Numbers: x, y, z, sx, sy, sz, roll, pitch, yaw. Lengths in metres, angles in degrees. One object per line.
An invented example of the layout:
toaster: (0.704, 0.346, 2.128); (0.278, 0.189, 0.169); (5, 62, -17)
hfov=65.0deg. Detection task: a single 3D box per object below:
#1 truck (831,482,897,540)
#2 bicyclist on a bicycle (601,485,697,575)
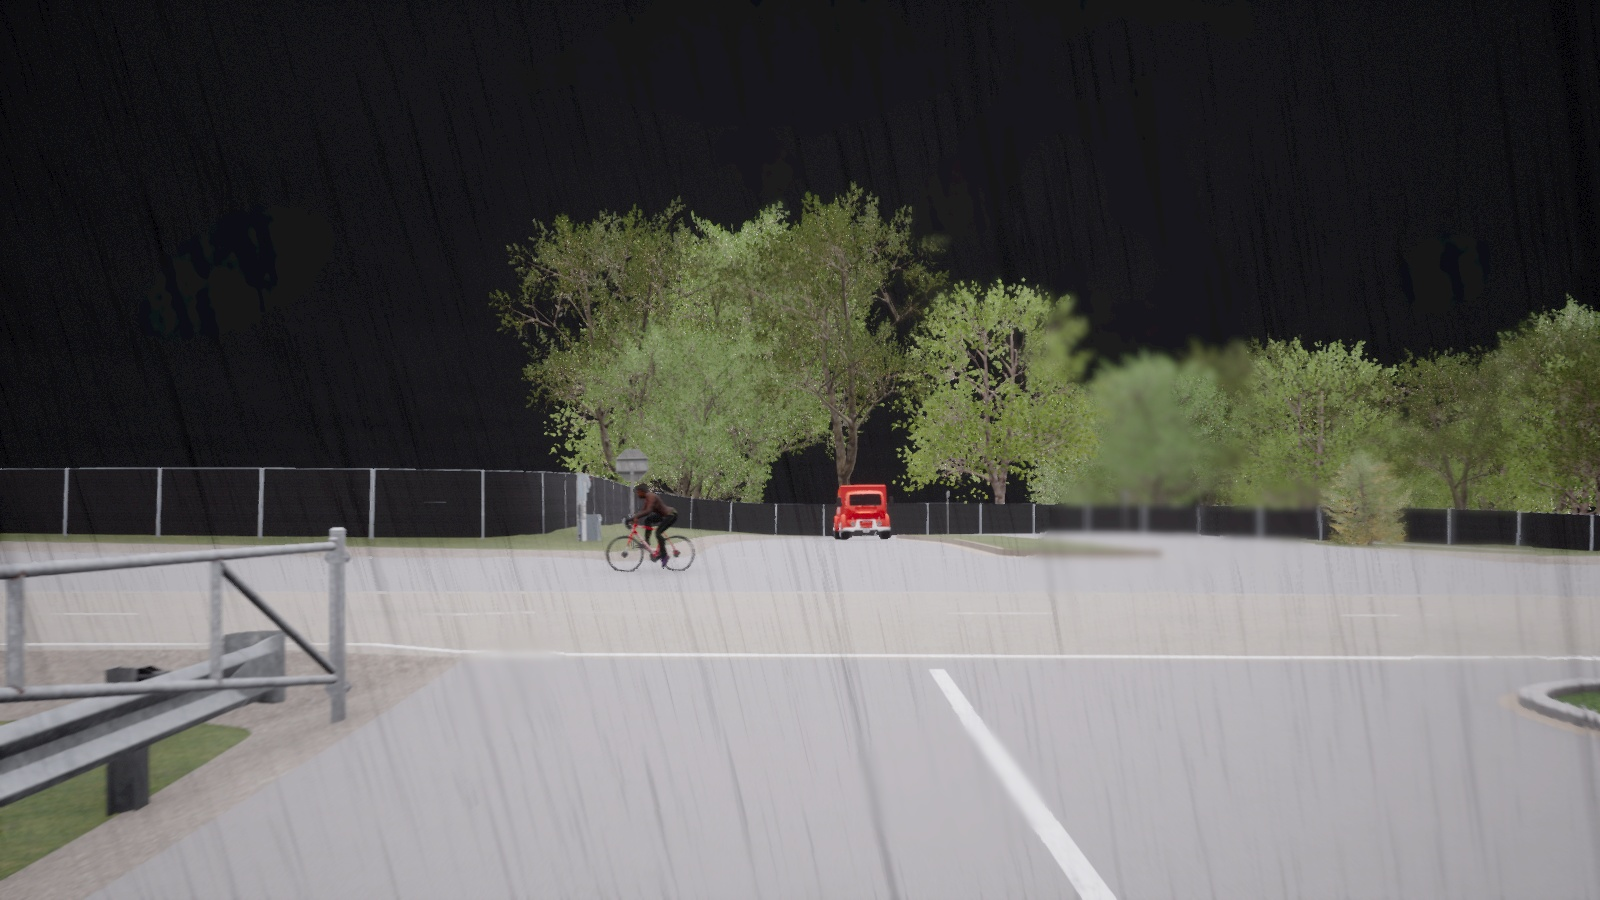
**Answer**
truck: (2.872, 2.820, 57.282); (2.627, 2.467, 5.204); (-1, -4, -1)
bicyclist on a bicycle: (-2.786, 1.469, 23.141); (1.656, 1.620, 0.582); (0, -5, -18)
